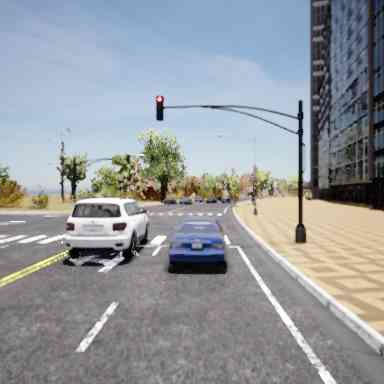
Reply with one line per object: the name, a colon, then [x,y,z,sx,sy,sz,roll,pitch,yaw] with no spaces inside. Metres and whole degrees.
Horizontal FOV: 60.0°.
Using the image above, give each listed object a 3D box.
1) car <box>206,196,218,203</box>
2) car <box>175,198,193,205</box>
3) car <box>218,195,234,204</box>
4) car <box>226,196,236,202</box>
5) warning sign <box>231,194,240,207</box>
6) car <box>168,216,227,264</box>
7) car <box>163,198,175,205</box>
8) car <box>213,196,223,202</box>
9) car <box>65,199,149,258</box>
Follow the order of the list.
car: [4.361,1.779,73.045,1.994,1.385,4.181,0,0,12]
car: [-1.119,1.738,61.838,2.033,1.411,5.357,0,0,10]
car: [7.553,1.753,72.439,2.128,1.511,4.902,0,0,12]
car: [9.765,1.636,82.419,1.837,1.490,4.892,0,0,14]
warning sign: [6.578,1.274,50.471,1.300,1.860,1.060,0,0,8]
car: [0.262,1.583,11.962,2.033,1.411,5.357,0,0,3]
car: [-4.160,1.757,63.151,1.994,1.385,4.181,0,0,10]
car: [6.502,1.640,82.747,1.812,1.442,4.674,0,0,14]
car: [-3.075,1.262,13.062,2.150,2.045,5.566,0,0,0]
